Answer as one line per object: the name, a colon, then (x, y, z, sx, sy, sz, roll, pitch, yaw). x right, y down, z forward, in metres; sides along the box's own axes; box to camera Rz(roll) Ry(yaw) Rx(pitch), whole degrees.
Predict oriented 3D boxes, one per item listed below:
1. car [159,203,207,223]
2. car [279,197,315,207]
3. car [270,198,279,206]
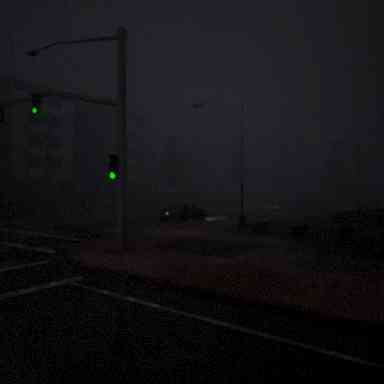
car: (-0.614, 1.506, 25.336, 1.994, 1.385, 4.181, 0, 0, 35)
car: (15.924, 1.445, 49.057, 4.902, 1.511, 2.128, 0, 0, -23)
car: (14.378, 1.468, 52.190, 4.674, 1.442, 1.812, 0, 0, -23)
